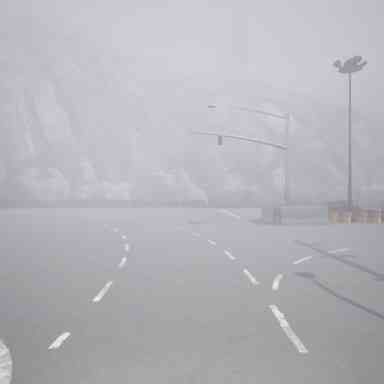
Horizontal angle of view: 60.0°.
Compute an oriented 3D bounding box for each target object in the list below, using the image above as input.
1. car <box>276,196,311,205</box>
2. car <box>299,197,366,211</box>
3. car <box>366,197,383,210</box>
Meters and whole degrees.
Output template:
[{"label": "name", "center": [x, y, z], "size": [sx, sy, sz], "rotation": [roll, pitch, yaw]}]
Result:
[{"label": "car", "center": [12.709, 1.266, 40.930], "size": [4.553, 1.767, 2.097], "rotation": [0, 0, -3]}, {"label": "car", "center": [12.815, 1.443, 30.431], "size": [4.892, 1.490, 1.837], "rotation": [0, 0, -3]}, {"label": "car", "center": [24.118, 1.409, 41.517], "size": [4.902, 1.511, 2.128], "rotation": [0, 0, -3]}]
